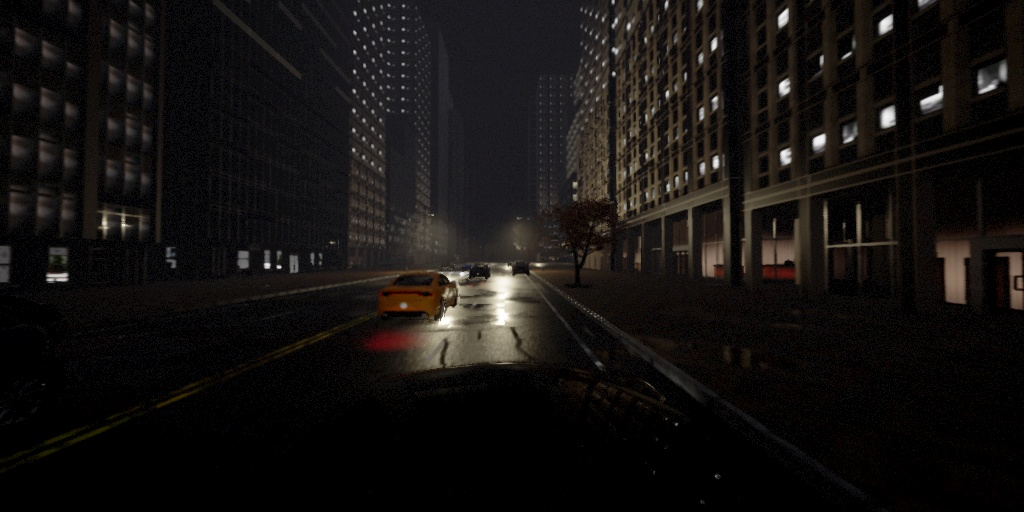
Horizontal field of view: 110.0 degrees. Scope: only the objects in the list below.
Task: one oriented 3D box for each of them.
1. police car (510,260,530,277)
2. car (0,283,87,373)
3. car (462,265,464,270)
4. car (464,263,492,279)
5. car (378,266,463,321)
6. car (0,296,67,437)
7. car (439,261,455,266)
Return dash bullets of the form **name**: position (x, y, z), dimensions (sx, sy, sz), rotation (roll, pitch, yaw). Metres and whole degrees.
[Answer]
- **police car**: position (0.991, 1.426, 40.584), dimensions (1.930, 1.638, 5.238), rotation (0, 0, 0)
- **car**: position (-9.847, 1.278, 5.068), dimensions (1.837, 1.490, 4.892), rotation (0, -1, 0)
- **car**: position (-6.529, 1.689, 54.056), dimensions (1.895, 1.301, 4.718), rotation (0, 0, 1)
- **car**: position (-3.143, 1.461, 35.541), dimensions (2.128, 1.511, 4.902), rotation (0, 0, 0)
- **car**: position (-3.146, 1.300, 12.899), dimensions (1.882, 1.535, 5.008), rotation (0, 0, 0)
- **car**: position (-6.598, 1.106, 2.421), dimensions (2.097, 1.767, 4.553), rotation (0, 0, 0)
- **car**: position (-9.778, 1.593, 54.300), dimensions (1.837, 1.490, 4.892), rotation (0, 0, 1)
